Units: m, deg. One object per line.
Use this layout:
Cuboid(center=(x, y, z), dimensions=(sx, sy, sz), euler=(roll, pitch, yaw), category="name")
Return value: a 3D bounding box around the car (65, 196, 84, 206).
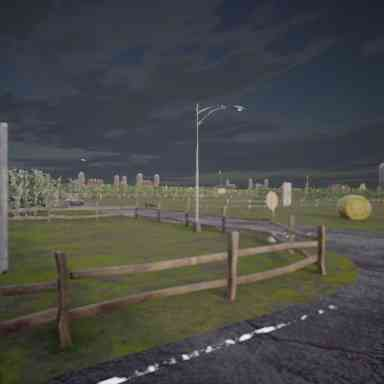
Cuboid(center=(-17.887, 1.372, 50.584), dimensions=(1.994, 1.385, 4.181), euler=(0, 0, -36), category="car")
